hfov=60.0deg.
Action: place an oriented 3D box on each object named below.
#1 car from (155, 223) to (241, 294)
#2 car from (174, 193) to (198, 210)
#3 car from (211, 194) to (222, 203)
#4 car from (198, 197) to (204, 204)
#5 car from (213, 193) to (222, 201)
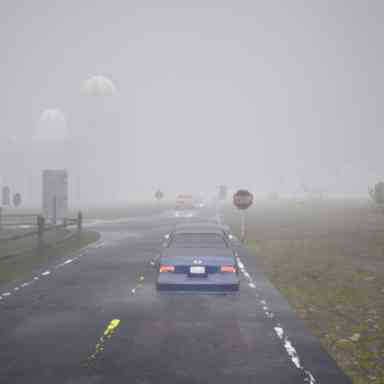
[{"bbox_3d":[0.174,1.548,8.912,2.033,1.411,5.357,0,0,2],"label":"car"},{"bbox_3d":[-0.900,1.210,42.940,2.150,2.045,5.566,0,0,5],"label":"car"},{"bbox_3d":[5.047,1.473,70.936,2.128,1.511,4.902,0,0,7],"label":"car"},{"bbox_3d":[1.111,1.532,61.727,1.994,1.385,4.181,0,0,7],"label":"car"},{"bbox_3d":[6.253,1.223,80.870,2.097,1.767,4.553,0,0,7],"label":"car"}]
